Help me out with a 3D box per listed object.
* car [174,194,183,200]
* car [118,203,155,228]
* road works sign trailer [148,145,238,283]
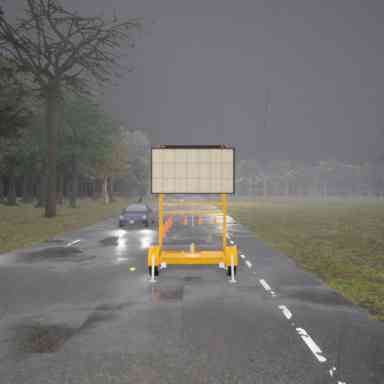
[{"bbox_3d":[-3.317,1.004,83.112,2.097,1.767,4.553,0,0,0],"label":"car"},{"bbox_3d":[-3.549,1.484,21.966,1.812,1.442,4.674,0,0,0],"label":"car"},{"bbox_3d":[0.021,0.458,9.664,2.380,3.560,2.880,0,0,0],"label":"road works sign trailer"}]
